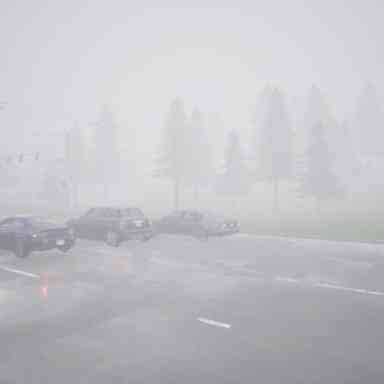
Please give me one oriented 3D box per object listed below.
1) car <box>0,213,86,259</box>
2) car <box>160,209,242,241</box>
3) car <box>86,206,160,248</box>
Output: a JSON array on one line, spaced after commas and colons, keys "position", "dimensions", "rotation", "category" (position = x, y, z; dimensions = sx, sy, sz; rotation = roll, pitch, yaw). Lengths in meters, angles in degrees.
[{"position": [-6.438, 1.590, 12.875], "dimensions": [4.674, 1.442, 1.812], "rotation": [0, 0, 36], "category": "car"}, {"position": [-0.178, 1.598, 17.001], "dimensions": [5.357, 1.411, 2.033], "rotation": [0, 0, 36], "category": "car"}, {"position": [-4.008, 1.414, 15.439], "dimensions": [4.553, 1.767, 2.097], "rotation": [0, 0, 36], "category": "car"}]
